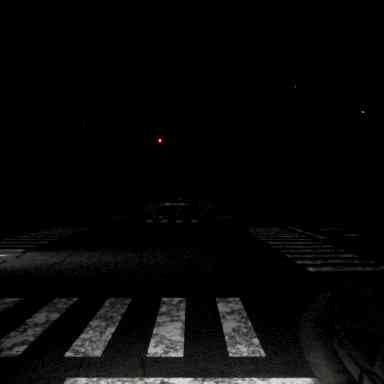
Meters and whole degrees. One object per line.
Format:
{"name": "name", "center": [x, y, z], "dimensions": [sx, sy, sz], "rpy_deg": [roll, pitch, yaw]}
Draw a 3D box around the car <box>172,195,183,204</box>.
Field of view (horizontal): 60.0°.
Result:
{"name": "car", "center": [-2.932, 1.498, 69.321], "dimensions": [2.097, 1.767, 4.553], "rpy_deg": [0, 0, 0]}
